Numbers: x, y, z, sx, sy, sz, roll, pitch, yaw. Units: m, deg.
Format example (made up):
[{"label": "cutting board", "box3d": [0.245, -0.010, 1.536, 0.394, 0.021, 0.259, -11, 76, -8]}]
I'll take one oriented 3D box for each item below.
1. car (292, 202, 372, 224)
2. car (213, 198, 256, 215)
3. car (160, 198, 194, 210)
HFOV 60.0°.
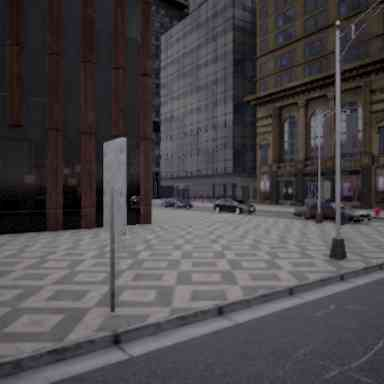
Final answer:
[{"label": "car", "box3d": [9.882, 1.439, 23.959, 2.033, 1.411, 5.357, 0, 0, -35]}, {"label": "car", "box3d": [4.056, 1.368, 32.157, 1.837, 1.490, 4.892, 0, 0, -36]}, {"label": "car", "box3d": [-1.978, 1.385, 40.647, 2.033, 1.411, 5.357, 0, 0, -34]}]
